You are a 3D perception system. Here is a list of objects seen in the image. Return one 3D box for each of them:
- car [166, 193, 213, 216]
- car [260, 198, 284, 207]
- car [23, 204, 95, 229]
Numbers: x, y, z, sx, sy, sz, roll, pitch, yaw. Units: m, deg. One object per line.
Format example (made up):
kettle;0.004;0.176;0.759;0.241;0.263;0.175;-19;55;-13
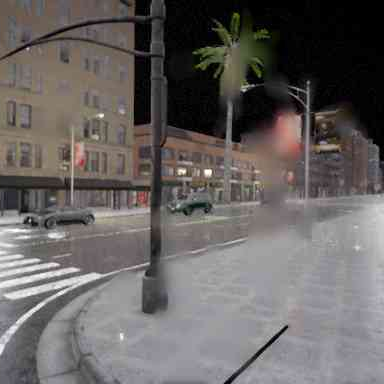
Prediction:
car;-0.120;1.127;32.244;2.150;2.045;5.566;1;2;35
car;11.814;1.509;48.874;1.895;1.301;4.718;1;0;36
car;-8.220;1.480;20.856;1.994;1.385;4.181;1;1;36
